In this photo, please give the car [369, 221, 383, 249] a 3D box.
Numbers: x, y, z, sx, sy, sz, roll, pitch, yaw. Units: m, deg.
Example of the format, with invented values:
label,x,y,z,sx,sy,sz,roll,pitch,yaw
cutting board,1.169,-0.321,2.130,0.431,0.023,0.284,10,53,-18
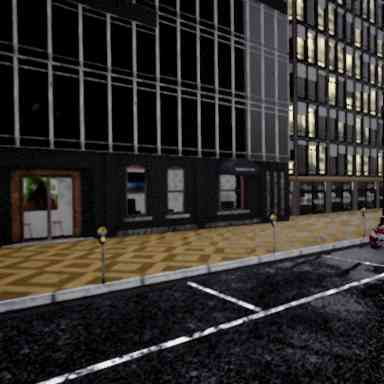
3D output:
label,x,y,z,sx,sy,sz,roll,pitch,yaw
car,8.369,1.442,12.544,4.206,1.307,1.802,-1,0,-36
